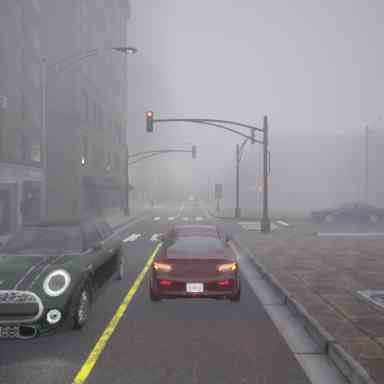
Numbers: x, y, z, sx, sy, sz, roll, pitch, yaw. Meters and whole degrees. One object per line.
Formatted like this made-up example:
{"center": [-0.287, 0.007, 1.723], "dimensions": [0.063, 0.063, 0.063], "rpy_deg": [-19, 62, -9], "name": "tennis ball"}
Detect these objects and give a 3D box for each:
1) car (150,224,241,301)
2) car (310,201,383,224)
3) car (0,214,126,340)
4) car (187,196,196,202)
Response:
{"center": [0.083, 1.526, 8.184], "dimensions": [1.812, 1.442, 4.674], "rpy_deg": [0, 0, 1], "name": "car"}
{"center": [11.102, 1.432, 23.886], "dimensions": [5.008, 1.535, 1.882], "rpy_deg": [0, 0, 0], "name": "car"}
{"center": [-2.797, 1.352, 6.860], "dimensions": [2.097, 1.767, 4.553], "rpy_deg": [0, 0, 0], "name": "car"}
{"center": [-0.076, 1.567, 76.160], "dimensions": [1.812, 1.442, 4.674], "rpy_deg": [0, 0, 0], "name": "car"}
